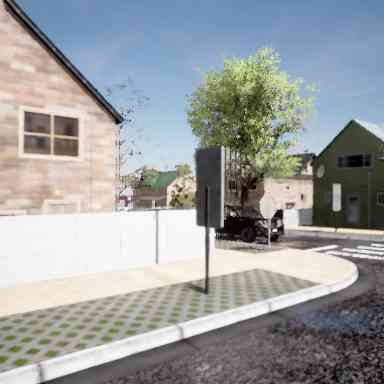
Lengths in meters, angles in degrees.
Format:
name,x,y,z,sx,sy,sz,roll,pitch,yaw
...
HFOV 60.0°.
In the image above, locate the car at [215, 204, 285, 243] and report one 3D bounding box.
name,x,y,z,sx,sy,sz,roll,pitch,yaw
car,2.609,1.691,19.044,2.150,2.045,5.566,1,-3,-35
